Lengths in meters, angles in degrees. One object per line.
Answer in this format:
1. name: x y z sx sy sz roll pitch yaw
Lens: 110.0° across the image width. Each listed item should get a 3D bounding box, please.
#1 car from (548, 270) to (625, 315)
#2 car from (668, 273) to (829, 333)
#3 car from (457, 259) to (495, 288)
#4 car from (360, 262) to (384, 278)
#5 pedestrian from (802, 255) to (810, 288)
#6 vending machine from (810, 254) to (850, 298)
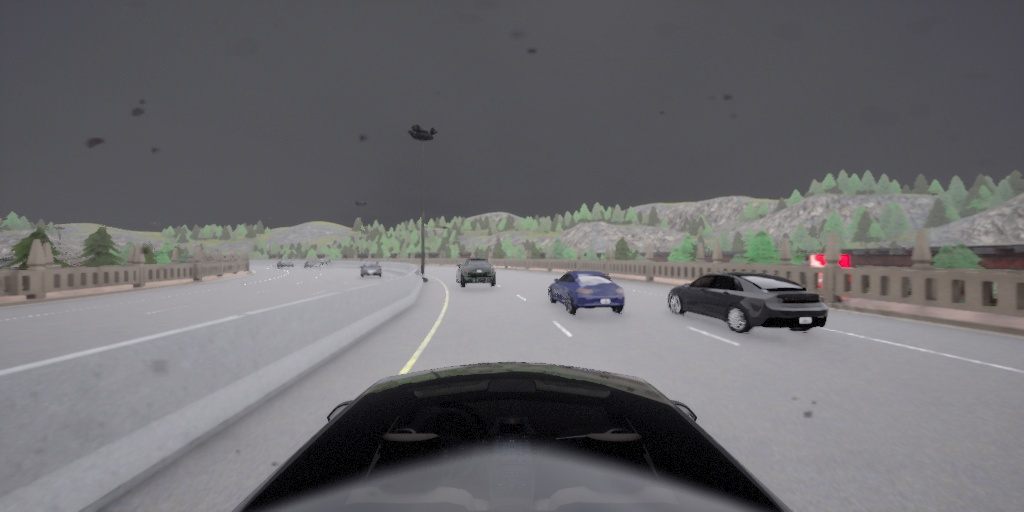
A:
1. car: 2.681 1.267 13.572 1.812 1.442 4.674 0 0 -7
2. car: 6.495 1.230 10.608 1.837 1.490 4.892 0 0 -5
3. car: -2.440 0.974 23.449 2.097 1.767 4.553 0 0 -13
4. car: -13.619 1.306 34.808 2.128 1.511 4.902 0 0 -21
5. pedestrian: 13.793 0.837 16.718 0.375 1.860 0.375 0 0 -8
6. vending machine: 13.950 0.890 15.755 1.100 2.100 0.880 0 0 -7
